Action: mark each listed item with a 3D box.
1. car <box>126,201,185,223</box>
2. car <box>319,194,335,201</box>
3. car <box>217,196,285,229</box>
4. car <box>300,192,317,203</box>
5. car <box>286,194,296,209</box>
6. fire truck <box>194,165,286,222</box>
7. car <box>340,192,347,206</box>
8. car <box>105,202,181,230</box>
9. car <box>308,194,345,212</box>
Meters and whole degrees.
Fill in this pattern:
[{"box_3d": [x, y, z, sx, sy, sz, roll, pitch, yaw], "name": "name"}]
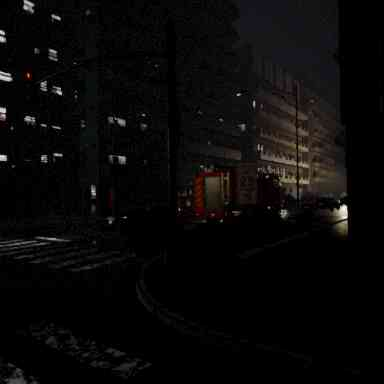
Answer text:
[{"box_3d": [-2.677, 1.458, 25.400, 1.887, 1.381, 4.507, -1, 0, 36], "name": "car"}, {"box_3d": [26.670, 1.084, 65.577, 2.008, 1.369, 4.403, -1, 0, 36], "name": "car"}, {"box_3d": [3.541, 1.201, 19.362, 1.967, 1.590, 4.097, -1, 0, 36], "name": "car"}, {"box_3d": [20.001, 0.931, 56.417, 2.192, 1.841, 5.009, -1, 0, 36], "name": "car"}, {"box_3d": [10.552, 1.068, 39.008, 2.097, 1.767, 4.553, -1, 0, 36], "name": "car"}, {"box_3d": [3.697, 0.126, 24.367, 2.891, 3.827, 8.468, -1, 0, 36], "name": "fire truck"}, {"box_3d": [20.113, 1.087, 42.326, 1.887, 1.381, 4.507, -1, 0, 36], "name": "car"}, {"box_3d": [-3.063, 1.389, 20.326, 2.128, 1.511, 4.902, -1, 0, 36], "name": "car"}, {"box_3d": [13.449, 1.196, 33.166, 1.947, 1.339, 4.313, -1, 0, 36], "name": "car"}]
